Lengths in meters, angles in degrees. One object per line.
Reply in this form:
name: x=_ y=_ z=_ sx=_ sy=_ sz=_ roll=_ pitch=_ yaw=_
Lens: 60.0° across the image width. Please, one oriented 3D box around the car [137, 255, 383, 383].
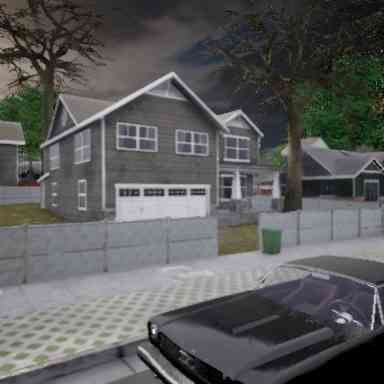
car: x=1.744 y=1.616 z=4.316 sx=4.718 sy=1.301 sz=1.895 roll=0 pitch=0 yaw=-36
